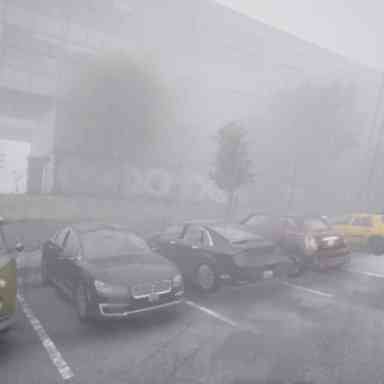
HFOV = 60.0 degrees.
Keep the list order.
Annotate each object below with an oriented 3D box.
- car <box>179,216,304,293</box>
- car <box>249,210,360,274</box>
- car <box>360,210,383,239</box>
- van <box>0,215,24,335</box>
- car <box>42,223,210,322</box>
[{"bbox_3d":[0.237,1.511,9.128,2.231,1.521,4.892,0,0,-35],"label":"car"},{"bbox_3d":[2.526,1.399,10.727,2.185,1.767,4.553,0,0,-35],"label":"car"},{"bbox_3d":[11.499,1.583,17.393,1.946,1.575,5.366,0,0,-35],"label":"car"},{"bbox_3d":[-4.247,1.254,5.794,1.878,1.987,4.442,0,0,-35],"label":"van"},{"bbox_3d":[-2.045,1.496,7.515,2.231,1.521,4.892,0,0,-35],"label":"car"}]
